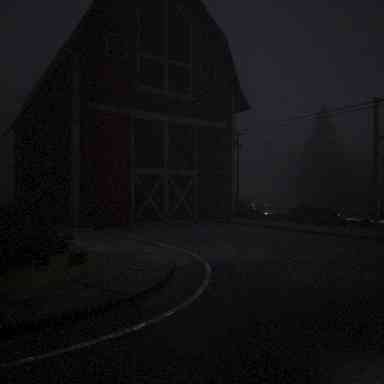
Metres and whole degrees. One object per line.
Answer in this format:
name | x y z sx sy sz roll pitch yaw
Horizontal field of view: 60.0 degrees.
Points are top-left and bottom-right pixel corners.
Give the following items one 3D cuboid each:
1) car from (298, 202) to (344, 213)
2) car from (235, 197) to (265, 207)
car | 11.274 1.627 30.210 1.895 1.301 4.718 0 0 -34
car | 6.167 1.379 37.650 2.097 1.767 4.553 0 0 -34
